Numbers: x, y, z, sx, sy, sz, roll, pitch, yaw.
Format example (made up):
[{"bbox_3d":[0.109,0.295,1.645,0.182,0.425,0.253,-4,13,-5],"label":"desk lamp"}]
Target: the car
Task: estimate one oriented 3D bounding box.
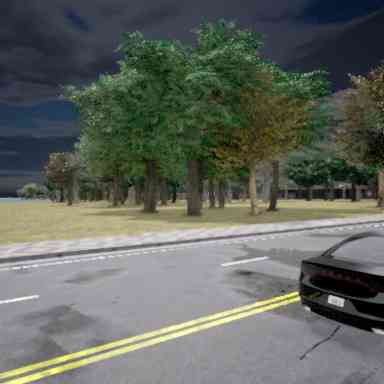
[{"bbox_3d":[4.167,1.481,6.414,5.008,1.535,1.882,0,0,-35],"label":"car"}]
